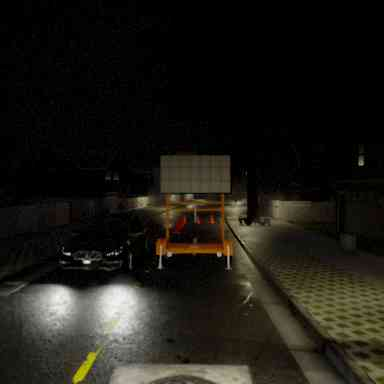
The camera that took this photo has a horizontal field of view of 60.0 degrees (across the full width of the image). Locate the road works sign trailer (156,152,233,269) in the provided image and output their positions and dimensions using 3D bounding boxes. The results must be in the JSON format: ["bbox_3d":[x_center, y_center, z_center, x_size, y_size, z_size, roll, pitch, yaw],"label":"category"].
[{"bbox_3d":[0.116,0.464,11.121,2.380,3.560,2.880,0,0,2],"label":"road works sign trailer"}]

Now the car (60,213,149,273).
[{"bbox_3d":[-2.571,1.503,10.774,1.837,1.490,4.892,0,0,2],"label":"car"}]
